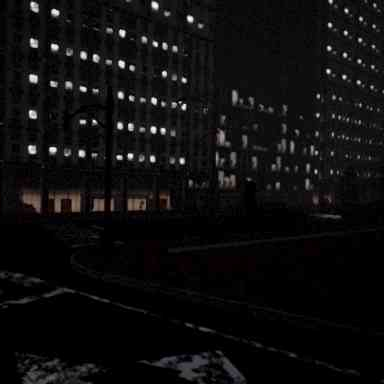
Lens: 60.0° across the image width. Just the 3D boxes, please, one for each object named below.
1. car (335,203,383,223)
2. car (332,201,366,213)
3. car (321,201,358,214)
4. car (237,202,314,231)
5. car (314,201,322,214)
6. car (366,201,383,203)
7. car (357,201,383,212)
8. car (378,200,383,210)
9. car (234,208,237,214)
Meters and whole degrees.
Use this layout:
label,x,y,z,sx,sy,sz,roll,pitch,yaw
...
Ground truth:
label,x,y,z,sx,sy,sz,roll,pitch,yaw
car,15.328,1.962,29.988,4.507,1.381,1.887,1,1,-34
car,20.251,1.861,42.889,4.313,1.339,1.947,1,1,-34
car,17.583,1.869,38.067,5.357,1.411,2.033,1,1,-34
car,5.970,1.626,23.591,5.009,1.841,2.192,1,1,-34
car,15.429,1.766,39.595,4.829,1.417,1.752,1,1,-34
car,20.015,1.786,33.180,5.009,1.841,2.192,1,1,-34
car,24.932,1.931,46.086,4.206,1.307,1.802,1,1,-34
car,29.614,1.969,49.282,4.313,1.339,1.947,1,1,-34
car,6.206,1.686,33.299,4.403,1.369,2.008,1,1,-34
